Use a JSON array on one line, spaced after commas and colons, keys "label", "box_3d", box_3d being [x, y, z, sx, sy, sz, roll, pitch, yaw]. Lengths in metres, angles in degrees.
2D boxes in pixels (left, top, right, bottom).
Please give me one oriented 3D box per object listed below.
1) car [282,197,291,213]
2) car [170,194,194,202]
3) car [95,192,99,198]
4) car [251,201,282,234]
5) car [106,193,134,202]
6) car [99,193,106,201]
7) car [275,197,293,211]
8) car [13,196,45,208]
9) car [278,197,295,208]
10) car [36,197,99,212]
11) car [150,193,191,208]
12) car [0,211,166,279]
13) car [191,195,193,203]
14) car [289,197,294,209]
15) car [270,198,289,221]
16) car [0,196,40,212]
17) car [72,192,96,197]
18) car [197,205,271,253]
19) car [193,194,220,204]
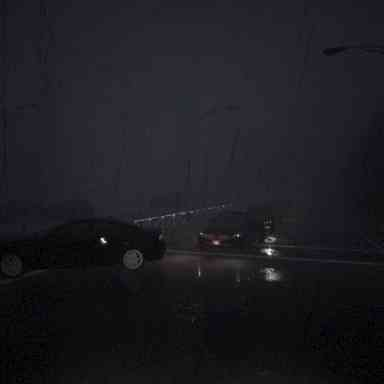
[{"label": "car", "box_3d": [7.766, 1.486, 30.501, 1.837, 1.490, 4.892, 0, 0, 19]}, {"label": "car", "box_3d": [-2.065, 1.257, 68.682, 4.514, 1.523, 2.007, 0, 0, 18]}, {"label": "car", "box_3d": [-21.816, 1.298, 67.989, 3.806, 1.475, 1.970, 0, 0, 19]}, {"label": "car", "box_3d": [3.972, 1.490, 19.294, 1.837, 1.490, 4.892, 0, 0, 19]}, {"label": "car", "box_3d": [-13.771, 1.046, 65.311, 4.605, 1.855, 1.932, 0, 0, 18]}, {"label": "car", "box_3d": [-20.173, 1.014, 70.943, 3.866, 1.878, 1.905, 0, 0, 18]}, {"label": "car", "box_3d": [11.683, 1.483, 42.094, 1.837, 1.490, 4.892, 0, 0, 19]}, {"label": "car", "box_3d": [-21.672, 1.273, 44.284, 3.633, 1.501, 1.845, 0, 0, 18]}, {"label": "car", "box_3d": [13.567, 1.468, 47.669, 2.128, 1.511, 4.902, 0, 0, 19]}, {"label": "car", "box_3d": [-9.021, 1.356, 24.205, 3.633, 1.501, 1.845, 0, 0, 18]}, {"label": "car", "box_3d": [-2.942, 1.074, 41.767, 4.605, 1.855, 1.932, 0, 0, 18]}, {"label": "car", "box_3d": [-3.278, 1.475, 9.864, 5.008, 1.535, 1.882, 0, 0, -15]}, {"label": "car", "box_3d": [-2.402, 1.052, 44.651, 3.866, 1.878, 1.905, 0, 0, 18]}, {"label": "car", "box_3d": [9.808, 1.544, 36.539, 1.994, 1.385, 4.181, 0, 0, 19]}, {"label": "car", "box_3d": [5.885, 1.475, 24.939, 2.128, 1.511, 4.902, 0, 0, 19]}, {"label": "car", "box_3d": [-15.098, 1.356, 29.404, 3.806, 1.475, 1.970, 0, 0, 19]}, {"label": "car", "box_3d": [-18.433, 1.249, 53.738, 4.514, 1.523, 2.007, 0, 0, 18]}, {"label": "car", "box_3d": [1.822, 1.514, 13.886, 1.812, 1.442, 4.674, 0, 0, 24]}, {"label": "car", "box_3d": [1.693, 1.125, 56.772, 5.027, 1.636, 2.152, 0, 0, 19]}]
